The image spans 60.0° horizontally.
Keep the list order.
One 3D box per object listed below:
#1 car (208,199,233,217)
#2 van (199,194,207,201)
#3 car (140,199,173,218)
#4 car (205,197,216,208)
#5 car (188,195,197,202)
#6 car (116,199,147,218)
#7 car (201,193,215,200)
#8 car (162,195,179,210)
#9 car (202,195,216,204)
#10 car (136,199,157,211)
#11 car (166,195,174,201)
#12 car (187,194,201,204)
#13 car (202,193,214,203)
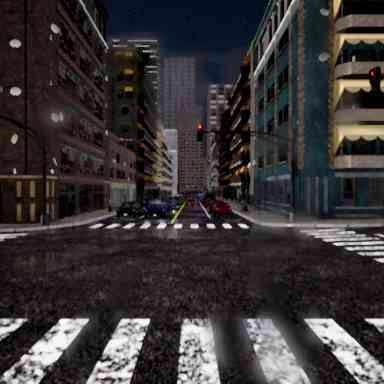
[{"bbox_3d":[2.730,1.556,30.379,1.802,1.307,4.206,0,0,0],"label":"car"},{"bbox_3d":[2.813,1.300,85.613,1.690,1.788,3.998,-1,0,0],"label":"van"},{"bbox_3d":[-3.054,1.576,29.541,1.895,1.301,4.718,0,0,0],"label":"car"},{"bbox_3d":[2.739,1.537,35.902,1.947,1.339,4.313,0,0,0],"label":"car"},{"bbox_3d":[0.108,1.317,69.844,1.812,1.442,4.674,0,0,0],"label":"car"},{"bbox_3d":[-5.651,1.540,30.403,1.947,1.339,4.313,0,0,0],"label":"car"},{"bbox_3d":[3.201,1.190,60.975,2.150,2.045,5.566,0,0,0],"label":"car"},{"bbox_3d":[-3.031,1.321,41.331,2.097,1.767,4.553,0,0,0],"label":"car"},{"bbox_3d":[2.756,1.511,46.949,1.887,1.381,4.507,0,0,0],"label":"car"},{"bbox_3d":[-5.634,1.535,41.451,1.947,1.339,4.313,0,0,0],"label":"car"},{"bbox_3d":[-5.566,1.485,85.469,1.752,1.417,4.829,0,0,0],"label":"car"},{"bbox_3d":[0.093,1.454,60.671,2.128,1.511,4.902,0,0,0],"label":"car"},{"bbox_3d":[3.212,1.181,67.975,2.150,2.045,5.566,0,0,0],"label":"car"}]
